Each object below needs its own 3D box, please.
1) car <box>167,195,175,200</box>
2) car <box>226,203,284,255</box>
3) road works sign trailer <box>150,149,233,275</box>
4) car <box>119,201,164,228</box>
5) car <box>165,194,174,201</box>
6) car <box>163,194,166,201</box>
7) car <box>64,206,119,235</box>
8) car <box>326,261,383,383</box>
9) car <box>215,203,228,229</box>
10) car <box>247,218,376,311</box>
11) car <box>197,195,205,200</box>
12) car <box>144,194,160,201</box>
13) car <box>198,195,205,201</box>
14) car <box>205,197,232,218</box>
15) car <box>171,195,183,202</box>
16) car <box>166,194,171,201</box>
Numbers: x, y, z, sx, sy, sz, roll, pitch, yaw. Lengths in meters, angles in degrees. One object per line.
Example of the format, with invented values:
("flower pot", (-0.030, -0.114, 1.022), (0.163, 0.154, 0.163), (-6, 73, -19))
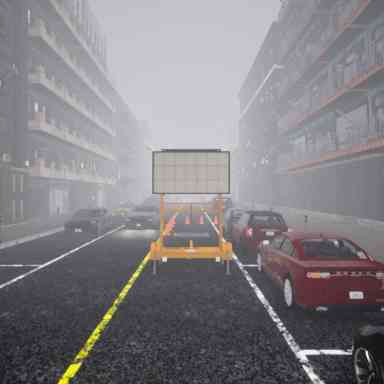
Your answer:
("car", (-5.880, 1.514, 92.182), (1.887, 1.381, 4.507), (0, 0, 0))
("car", (2.664, 1.440, 13.286), (1.967, 1.590, 4.097), (0, 0, 0))
("road works sign trailer", (-0.022, 0.464, 10.413), (2.380, 3.560, 2.880), (0, 0, 0))
("car", (-3.148, 1.546, 22.212), (2.033, 1.411, 5.357), (0, 0, 0))
("car", (-5.869, 1.412, 86.545), (1.967, 1.590, 4.097), (0, 0, 0))
("car", (-5.798, 1.304, 52.727), (2.192, 1.841, 5.009), (0, 0, 0))
("car", (-5.729, 1.565, 18.908), (1.947, 1.339, 4.313), (0, 0, 0))
("car", (2.686, 1.566, 2.013), (1.947, 1.339, 4.313), (0, 0, 0))
("car", (2.652, 1.550, 18.922), (2.008, 1.369, 4.403), (0, 0, 0))
("car", (2.675, 1.545, 7.649), (1.887, 1.381, 4.507), (0, 0, 0))
("car", (2.500, 1.514, 92.195), (1.887, 1.381, 4.507), (0, 0, 0))
("car", (-5.787, 1.431, 47.091), (1.967, 1.590, 4.097), (0, 0, 0))
("car", (2.523, 1.501, 81.093), (1.752, 1.417, 4.829), (0, 0, 0))
("car", (2.630, 1.312, 30.195), (2.192, 1.841, 5.009), (0, 0, 0))
("car", (-3.162, 1.455, 77.725), (1.882, 1.535, 5.008), (0, 0, 0))
("car", (-5.856, 1.290, 80.909), (2.192, 1.841, 5.009), (0, 0, 0))
